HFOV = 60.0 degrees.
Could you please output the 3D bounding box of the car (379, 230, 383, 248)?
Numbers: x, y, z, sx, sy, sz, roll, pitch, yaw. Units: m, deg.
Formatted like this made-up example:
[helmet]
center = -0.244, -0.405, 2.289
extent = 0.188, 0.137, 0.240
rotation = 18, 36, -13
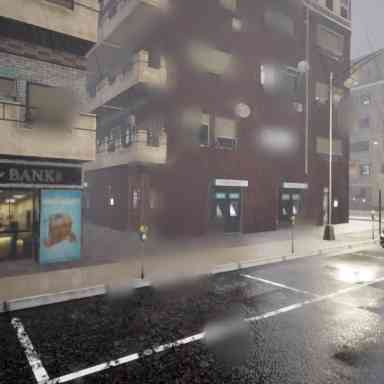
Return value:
[car]
center = 9.106, 1.554, 13.147
extent = 4.403, 1.369, 2.008
rotation = 0, 1, -35
